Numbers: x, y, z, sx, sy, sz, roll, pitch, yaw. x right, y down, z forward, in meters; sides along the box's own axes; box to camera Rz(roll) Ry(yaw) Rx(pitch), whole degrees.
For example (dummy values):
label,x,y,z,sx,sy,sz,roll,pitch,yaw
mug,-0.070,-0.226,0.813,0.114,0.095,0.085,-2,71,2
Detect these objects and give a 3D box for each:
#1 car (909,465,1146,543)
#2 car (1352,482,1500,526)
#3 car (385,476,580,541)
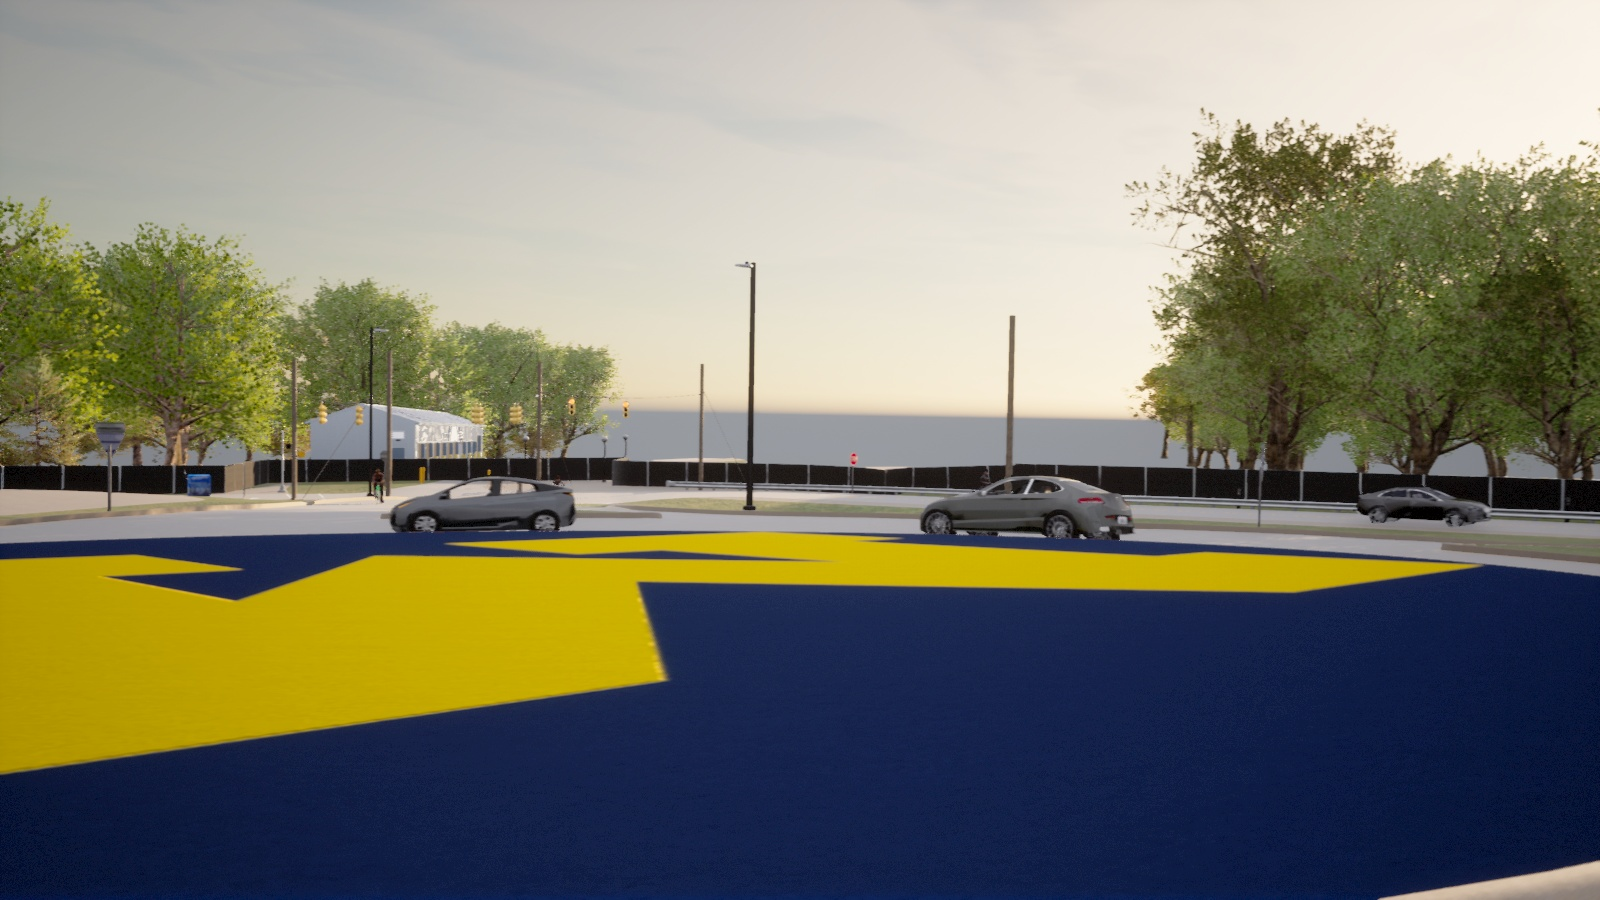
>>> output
label,x,y,z,sx,sy,sz,roll,pitch,yaw
car,5.230,1.259,29.344,5.027,1.651,2.152,-1,-5,42
car,25.072,2.109,50.407,4.902,1.511,2.128,0,1,45
car,-7.836,1.422,31.075,4.514,1.525,2.007,0,-2,-16
